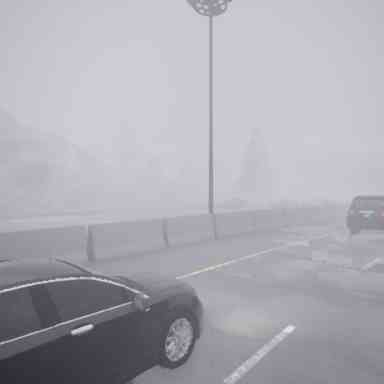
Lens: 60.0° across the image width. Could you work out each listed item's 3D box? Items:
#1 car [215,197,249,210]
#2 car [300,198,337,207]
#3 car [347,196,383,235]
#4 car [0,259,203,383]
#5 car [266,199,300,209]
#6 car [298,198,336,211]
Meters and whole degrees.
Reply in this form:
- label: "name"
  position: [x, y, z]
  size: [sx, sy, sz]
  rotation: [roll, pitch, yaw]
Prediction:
- label: "car"
  position: [5.042, 1.447, 42.032]
  size: [5.008, 1.535, 1.882]
  rotation: [0, 0, -41]
- label: "car"
  position: [14.059, 1.491, 35.949]
  size: [4.674, 1.442, 1.812]
  rotation: [0, 0, -40]
- label: "car"
  position: [10.136, 1.202, 17.705]
  size: [2.150, 2.045, 5.566]
  rotation: [0, 0, 44]
- label: "car"
  position: [-1.758, 1.505, 3.587]
  size: [1.837, 1.490, 4.892]
  rotation: [0, 0, 36]
- label: "car"
  position: [11.666, 1.564, 43.053]
  size: [4.718, 1.301, 1.895]
  rotation: [0, 0, -39]
- label: "car"
  position: [15.796, 1.508, 41.865]
  size: [5.357, 1.411, 2.033]
  rotation: [0, 0, -38]
